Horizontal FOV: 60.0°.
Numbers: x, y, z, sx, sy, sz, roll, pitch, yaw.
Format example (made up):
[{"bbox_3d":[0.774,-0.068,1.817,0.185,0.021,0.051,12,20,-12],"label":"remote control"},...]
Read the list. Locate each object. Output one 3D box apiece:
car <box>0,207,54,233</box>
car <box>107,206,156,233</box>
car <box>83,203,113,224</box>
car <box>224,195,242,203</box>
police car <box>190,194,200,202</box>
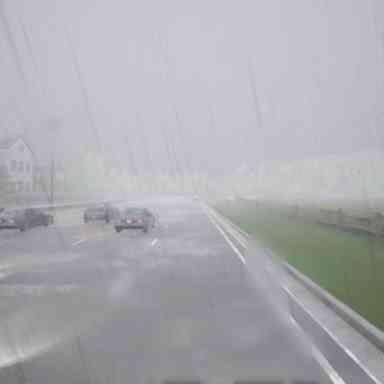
[{"bbox_3d":[-10.402,1.645,20.486,2.033,1.411,5.357,0,0,0],"label":"car"},{"bbox_3d":[-3.402,1.645,20.476,2.033,1.411,5.357,0,0,0],"label":"car"},{"bbox_3d":[-6.903,1.614,25.813,2.128,1.511,4.902,0,0,0],"label":"car"},{"bbox_3d":[8.913,1.558,72.589,3.866,1.878,1.905,0,0,0],"label":"car"},{"bbox_3d":[1.040,1.847,88.692,1.930,1.638,5.238,0,0,0],"label":"police car"}]
